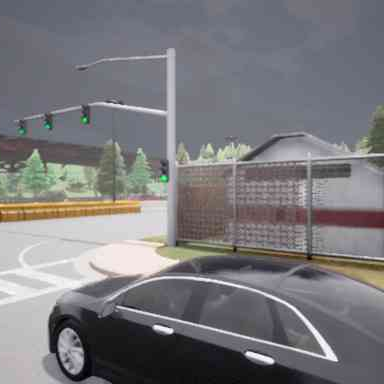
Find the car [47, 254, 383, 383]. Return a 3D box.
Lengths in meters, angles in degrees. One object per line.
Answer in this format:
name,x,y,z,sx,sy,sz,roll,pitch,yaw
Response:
car,0.271,1.506,3.815,4.892,1.490,1.837,0,0,36

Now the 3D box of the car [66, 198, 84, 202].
car,-16.070,1.553,43.048,1.812,1.442,4.674,0,0,33

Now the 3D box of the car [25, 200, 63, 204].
car,-15.118,1.586,31.896,1.994,1.385,4.181,0,0,34

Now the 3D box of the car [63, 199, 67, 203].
car,-16.502,1.625,36.123,1.895,1.301,4.718,0,0,34

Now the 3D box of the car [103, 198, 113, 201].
car,-10.814,1.572,44.642,2.033,1.411,5.357,0,0,34
